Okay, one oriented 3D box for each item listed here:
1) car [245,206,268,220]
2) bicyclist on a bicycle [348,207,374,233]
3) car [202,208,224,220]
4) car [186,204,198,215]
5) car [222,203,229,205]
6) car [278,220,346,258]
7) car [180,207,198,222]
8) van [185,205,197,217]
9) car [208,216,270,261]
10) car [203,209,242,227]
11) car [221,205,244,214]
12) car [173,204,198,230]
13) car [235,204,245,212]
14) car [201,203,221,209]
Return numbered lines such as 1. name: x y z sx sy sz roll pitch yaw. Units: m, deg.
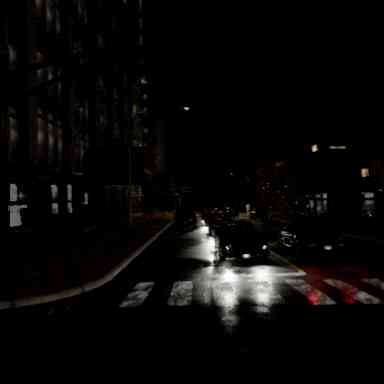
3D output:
1. car: 8.104 2.665 40.551 2.008 1.369 4.403 -2 -2 1
2. bicyclist on a bicycle: 10.788 1.782 21.229 1.656 1.620 0.582 -1 -2 1
3. car: 2.245 2.656 34.559 1.895 1.301 4.718 -1 -2 1
4. car: -0.001 3.282 63.532 2.192 1.841 5.009 -2 -2 1
5. car: 8.659 3.760 85.547 2.192 1.841 5.009 -2 -2 1
6. car: 5.079 1.923 14.488 1.812 1.442 4.674 -1 -2 2
7. car: -0.301 2.731 40.673 1.967 1.590 4.097 -2 -2 1
8. van: -0.142 2.981 52.467 1.690 1.788 3.998 -2 -2 1
9. car: 1.991 2.016 14.739 2.033 1.411 5.357 -1 -2 0
10. car: 2.108 2.250 24.517 2.128 1.511 4.902 -1 -2 1
11. car: 5.551 2.902 46.837 2.033 1.411 5.357 -1 -2 1
12. car: -0.538 2.280 29.615 2.192 1.841 5.009 -2 -2 1
13. car: 8.305 2.943 57.888 2.192 1.841 5.009 -2 -2 1
14. car: 2.417 2.587 45.036 2.150 2.045 5.566 -1 -2 2
